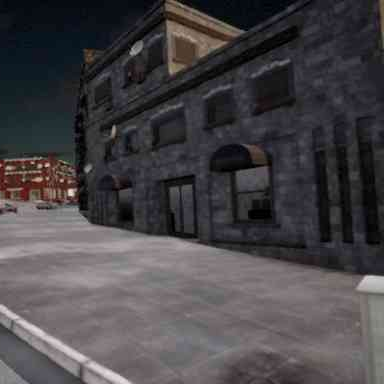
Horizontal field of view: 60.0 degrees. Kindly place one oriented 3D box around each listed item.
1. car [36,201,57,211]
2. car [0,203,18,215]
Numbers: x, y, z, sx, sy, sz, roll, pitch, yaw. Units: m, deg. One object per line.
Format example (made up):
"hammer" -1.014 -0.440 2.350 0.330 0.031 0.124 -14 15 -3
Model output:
"car" -23.734 2.255 54.478 2.128 1.511 4.902 -3 -1 0
"car" -23.416 2.051 41.140 1.812 1.442 4.674 -3 0 -2
